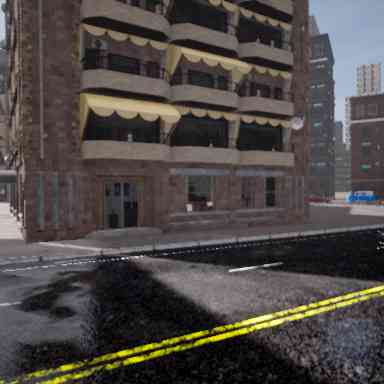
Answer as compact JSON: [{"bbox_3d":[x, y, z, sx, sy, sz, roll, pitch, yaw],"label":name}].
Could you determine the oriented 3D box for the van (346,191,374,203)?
[{"bbox_3d":[26.495,0.791,52.244,3.998,1.788,1.690,1,0,28],"label":"van"}]

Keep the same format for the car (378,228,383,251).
[{"bbox_3d":[8.887,1.464,12.256,4.902,1.511,2.128,0,0,-31],"label":"car"}]

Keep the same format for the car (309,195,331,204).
[{"bbox_3d":[17.535,1.032,47.458,4.206,1.307,1.802,1,0,28],"label":"car"}]
